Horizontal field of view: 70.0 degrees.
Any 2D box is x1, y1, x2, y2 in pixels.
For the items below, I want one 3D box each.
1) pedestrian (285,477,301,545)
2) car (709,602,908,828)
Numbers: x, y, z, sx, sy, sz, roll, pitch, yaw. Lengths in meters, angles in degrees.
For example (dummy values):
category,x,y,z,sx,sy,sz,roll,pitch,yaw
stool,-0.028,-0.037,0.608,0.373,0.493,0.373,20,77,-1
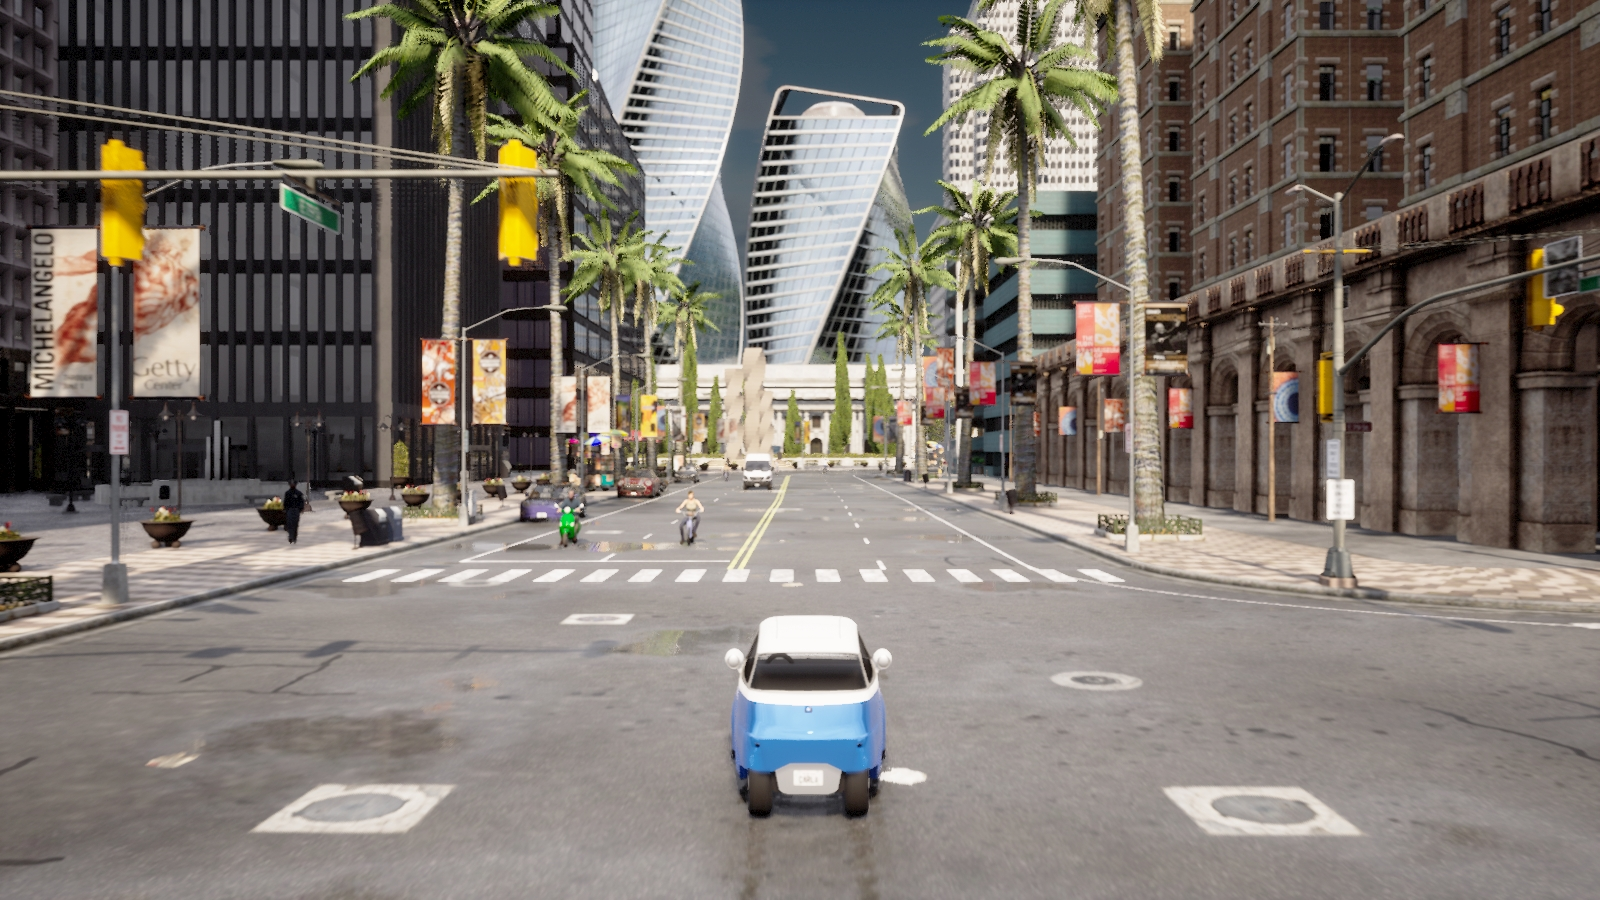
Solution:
category,x,y,z,sx,sy,sz,roll,pitch,yaw
pedestrian,-14.085,1.694,31.764,0.375,1.860,0.375,0,0,-18
car,0.072,2.119,9.611,1.481,1.376,2.207,0,0,0
